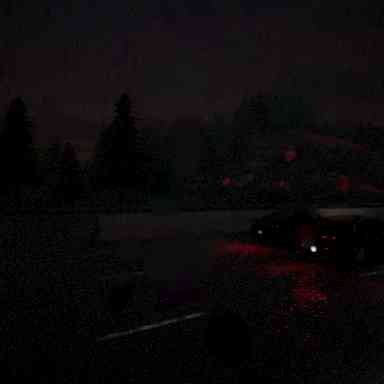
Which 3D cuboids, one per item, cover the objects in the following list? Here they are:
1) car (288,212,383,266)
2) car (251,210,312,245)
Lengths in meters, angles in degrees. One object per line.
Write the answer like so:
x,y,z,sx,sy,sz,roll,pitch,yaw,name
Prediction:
5.972,1.576,11.904,4.892,1.490,1.837,0,0,-31,car
5.038,1.555,15.416,5.008,1.535,1.882,0,0,-31,car
